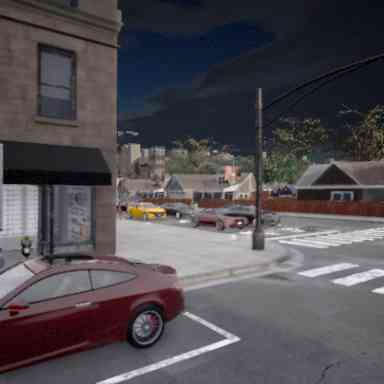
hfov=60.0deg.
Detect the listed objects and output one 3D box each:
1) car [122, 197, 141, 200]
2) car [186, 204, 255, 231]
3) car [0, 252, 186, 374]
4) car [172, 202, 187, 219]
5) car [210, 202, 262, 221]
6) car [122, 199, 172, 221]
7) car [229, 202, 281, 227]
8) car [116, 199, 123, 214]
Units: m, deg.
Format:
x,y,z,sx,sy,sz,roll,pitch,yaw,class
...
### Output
x,y,z,sx,sy,sz,roll,pitch,yaw,class
-7.385,1.765,40.316,1.882,1.535,5.008,0,0,-35,car
1.758,1.714,21.864,1.994,1.385,4.181,0,0,-35,car
-2.038,1.586,4.733,4.206,1.307,1.802,0,0,-35,car
-1.403,1.729,31.902,1.837,1.490,4.892,0,-1,-36,car
3.937,1.714,30.358,1.837,1.490,4.892,0,-1,-35,car
-4.195,1.692,30.239,1.882,1.535,5.008,0,0,-36,car
4.180,1.669,24.067,1.837,1.490,4.892,0,-1,-35,car
-10.197,1.783,38.665,1.837,1.490,4.892,0,0,-35,car
